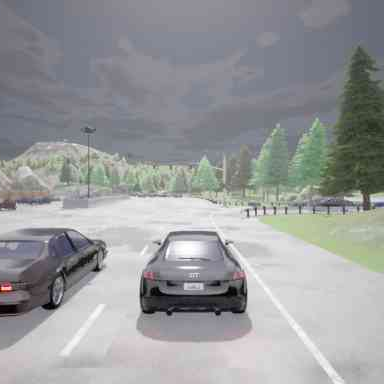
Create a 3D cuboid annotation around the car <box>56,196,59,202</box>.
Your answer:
[{"bbox_3d":[-28.696,1.364,68.152,1.895,1.301,4.718,0,0,-1],"label":"car"}]

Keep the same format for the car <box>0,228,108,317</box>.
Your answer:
[{"bbox_3d":[-3.474,1.547,7.754,2.033,1.411,5.357,0,0,0],"label":"car"}]

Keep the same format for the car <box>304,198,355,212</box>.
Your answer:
[{"bbox_3d":[15.635,1.398,37.498,4.902,1.511,2.128,0,0,7],"label":"car"}]

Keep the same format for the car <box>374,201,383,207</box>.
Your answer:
[{"bbox_3d":[24.454,1.374,39.608,5.008,1.535,1.882,0,0,12],"label":"car"}]

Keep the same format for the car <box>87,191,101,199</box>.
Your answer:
[{"bbox_3d":[-21.752,1.102,73.265,2.097,1.767,4.553,0,0,-1],"label":"car"}]

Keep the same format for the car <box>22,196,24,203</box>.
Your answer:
[{"bbox_3d":[-28.616,1.374,55.205,2.033,1.411,5.357,0,0,0],"label":"car"}]

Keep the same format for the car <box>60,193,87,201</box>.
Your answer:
[{"bbox_3d":[-21.661,1.349,60.922,2.033,1.411,5.357,0,0,0],"label":"car"}]

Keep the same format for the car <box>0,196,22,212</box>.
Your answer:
[{"bbox_3d":[-21.439,1.435,37.212,1.812,1.442,4.674,0,0,-1],"label":"car"}]

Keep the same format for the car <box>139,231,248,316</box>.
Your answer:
[{"bbox_3d":[0.026,1.563,7.606,1.994,1.385,4.181,0,0,0],"label":"car"}]

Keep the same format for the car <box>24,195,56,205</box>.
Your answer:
[{"bbox_3d":[-25.132,1.374,55.231,2.033,1.411,5.357,0,0,-1],"label":"car"}]

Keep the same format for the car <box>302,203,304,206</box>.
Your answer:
[{"bbox_3d":[15.707,1.454,41.018,4.181,1.385,1.994,0,0,7],"label":"car"}]
